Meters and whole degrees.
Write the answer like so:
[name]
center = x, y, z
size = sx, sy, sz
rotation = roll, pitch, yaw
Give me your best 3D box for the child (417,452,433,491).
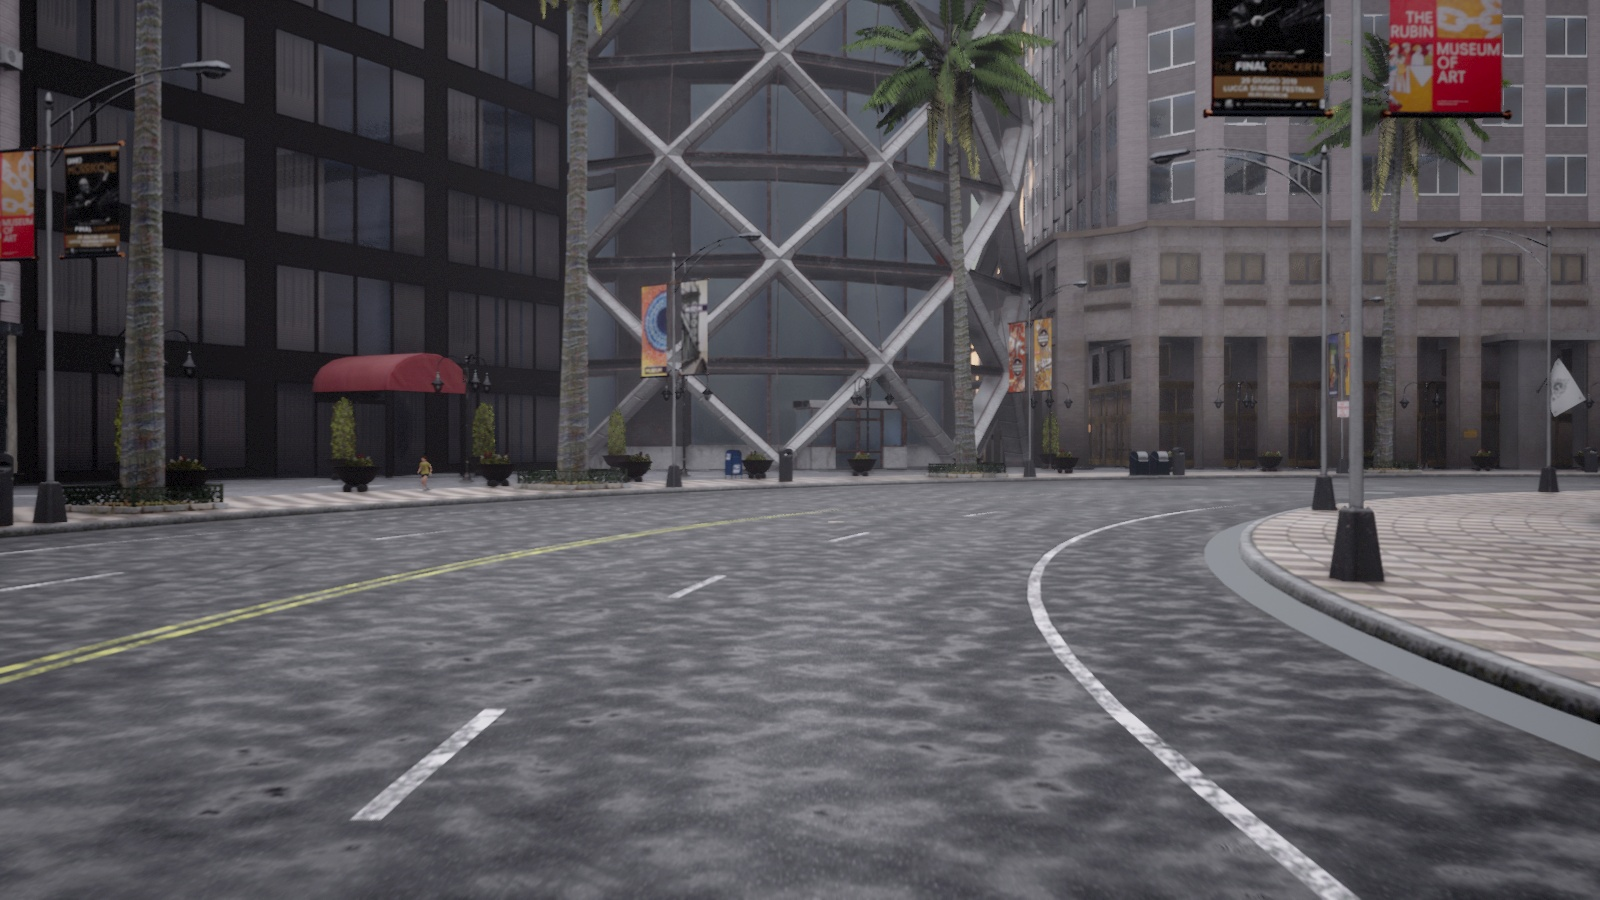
[child]
center = -10.928, 0.627, 36.558
size = 0.255, 1.110, 0.394
rotation = 0, 0, 24
